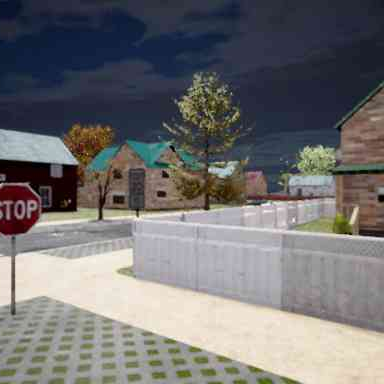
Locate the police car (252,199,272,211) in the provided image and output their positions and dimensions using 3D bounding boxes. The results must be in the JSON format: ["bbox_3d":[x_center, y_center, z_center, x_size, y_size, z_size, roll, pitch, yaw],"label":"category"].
[{"bbox_3d":[7.810,1.589,39.114,2.038,1.542,4.974,0,0,34],"label":"police car"}]
